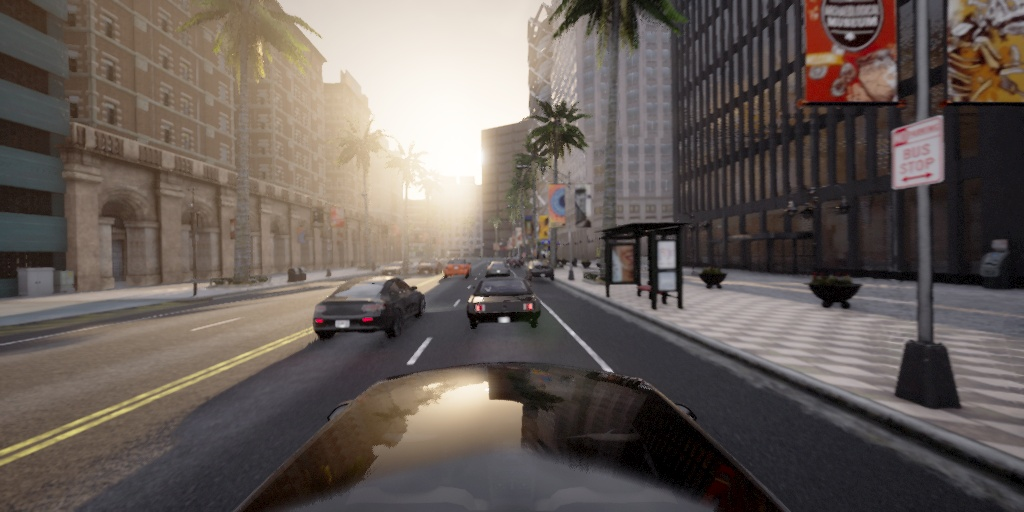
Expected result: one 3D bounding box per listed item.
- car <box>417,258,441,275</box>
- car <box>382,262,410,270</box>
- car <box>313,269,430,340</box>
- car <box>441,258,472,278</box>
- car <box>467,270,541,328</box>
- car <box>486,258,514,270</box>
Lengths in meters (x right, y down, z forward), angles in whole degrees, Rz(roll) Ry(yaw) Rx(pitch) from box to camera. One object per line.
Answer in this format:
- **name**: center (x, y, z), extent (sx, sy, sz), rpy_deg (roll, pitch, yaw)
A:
- **car**: center (-8.636, 1.025, 38.014), extent (2.097, 1.767, 4.553), rpy_deg (-1, 0, -3)
- **car**: center (-12.126, 1.346, 37.822), extent (2.033, 1.411, 5.357), rpy_deg (-1, 0, -3)
- **car**: center (-3.757, 1.288, 10.061), extent (1.812, 1.442, 4.674), rpy_deg (-1, 0, -2)
- **car**: center (-4.752, 0.991, 32.043), extent (2.097, 1.767, 4.553), rpy_deg (-1, 0, -3)
- **car**: center (-0.284, 1.295, 11.159), extent (1.895, 1.301, 4.718), rpy_deg (-1, 0, -2)
- **car**: center (-1.155, 1.152, 30.129), extent (1.994, 1.385, 4.181), rpy_deg (-1, 0, -3)
